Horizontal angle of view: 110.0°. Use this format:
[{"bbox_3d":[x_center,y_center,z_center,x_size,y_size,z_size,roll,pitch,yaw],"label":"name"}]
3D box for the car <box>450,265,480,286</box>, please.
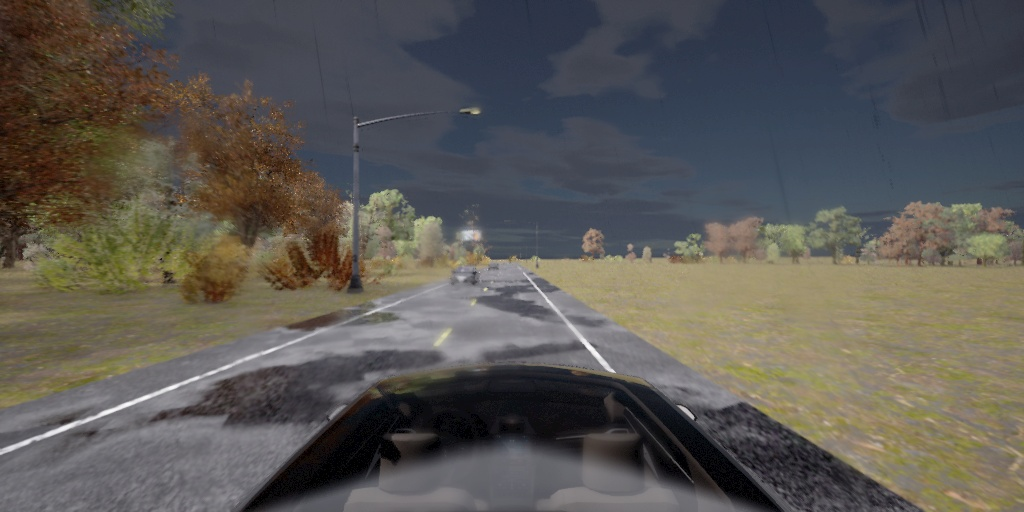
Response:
[{"bbox_3d":[-3.596,1.498,28.137,2.128,1.511,4.902,0,-1,0],"label":"car"}]
